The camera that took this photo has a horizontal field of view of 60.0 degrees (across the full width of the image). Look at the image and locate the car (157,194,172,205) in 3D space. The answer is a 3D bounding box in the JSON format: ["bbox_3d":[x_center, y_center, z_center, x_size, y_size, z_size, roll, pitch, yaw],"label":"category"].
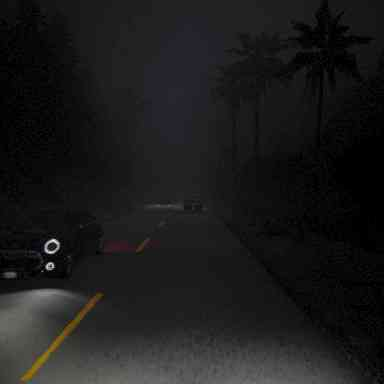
[{"bbox_3d":[-4.047,1.083,49.773,1.882,1.535,5.008,0,1,0],"label":"car"}]

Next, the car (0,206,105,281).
[{"bbox_3d":[-4.103,1.274,9.754,2.097,1.767,4.553,0,0,0],"label":"car"}]

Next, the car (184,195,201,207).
[{"bbox_3d":[0.117,1.142,44.288,2.128,1.511,4.902,0,1,0],"label":"car"}]

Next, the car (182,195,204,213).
[{"bbox_3d":[0.103,1.235,32.490,2.128,1.511,4.902,0,1,0],"label":"car"}]
